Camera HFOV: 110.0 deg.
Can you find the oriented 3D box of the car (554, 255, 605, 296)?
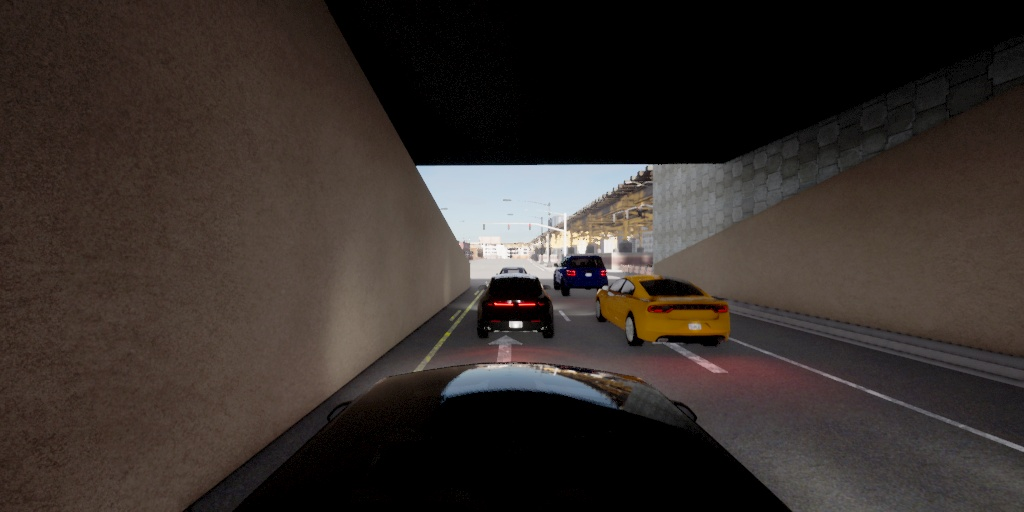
[{"bbox_3d":[3.578,0.970,19.448,2.150,2.045,5.566,0,0,0],"label":"car"}]

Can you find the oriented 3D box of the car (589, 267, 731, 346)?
[{"bbox_3d":[3.578,1.227,9.478,1.882,1.535,5.008,0,0,0],"label":"car"}]

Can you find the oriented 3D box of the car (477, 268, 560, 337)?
[{"bbox_3d":[0.081,1.254,10.279,1.837,1.490,4.892,0,0,0],"label":"car"}]
